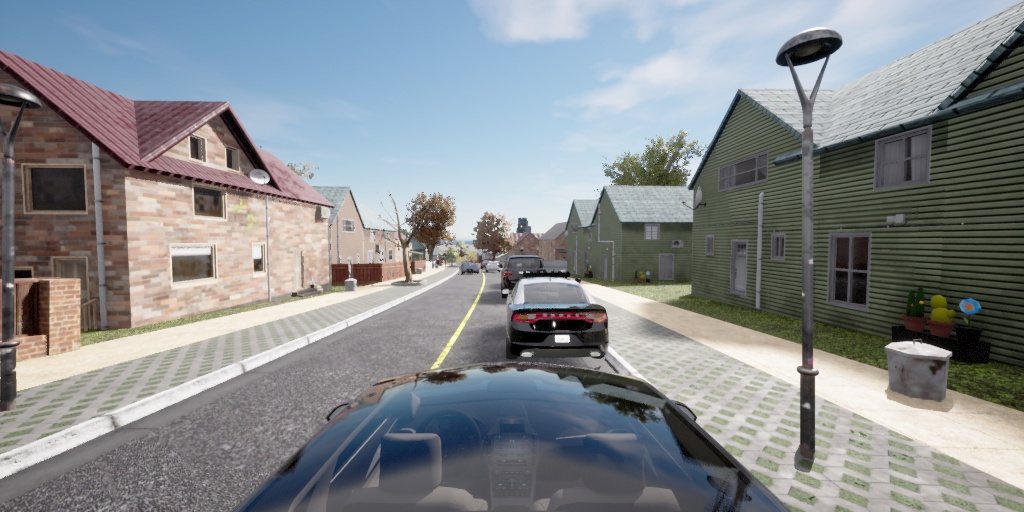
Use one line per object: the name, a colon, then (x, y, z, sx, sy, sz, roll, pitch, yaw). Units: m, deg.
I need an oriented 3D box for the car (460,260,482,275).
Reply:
car: (-4.746, 1.424, 40.633, 1.994, 1.385, 4.181, 0, 0, -6)

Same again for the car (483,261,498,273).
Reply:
car: (-2.540, 1.410, 47.603, 1.812, 1.442, 4.674, 0, 0, -6)

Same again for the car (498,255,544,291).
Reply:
car: (0.520, 0.987, 18.528, 2.150, 2.045, 5.566, 0, 0, -2)

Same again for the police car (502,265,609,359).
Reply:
police car: (0.799, 1.174, 8.547, 1.930, 1.638, 5.238, 0, 0, -1)
